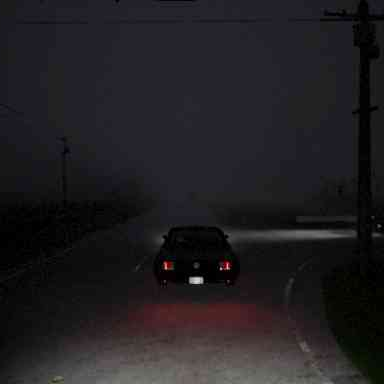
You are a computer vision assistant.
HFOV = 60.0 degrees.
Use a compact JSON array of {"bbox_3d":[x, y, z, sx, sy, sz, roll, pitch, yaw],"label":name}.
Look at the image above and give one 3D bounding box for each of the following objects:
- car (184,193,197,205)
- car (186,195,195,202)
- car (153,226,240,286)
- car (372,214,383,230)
[{"bbox_3d":[-0.281,1.183,59.068,2.150,2.045,5.566,0,0,-1],"label":"car"},{"bbox_3d":[-0.391,1.291,69.596,1.837,1.490,4.892,0,0,-1],"label":"car"},{"bbox_3d":[0.098,1.595,9.310,1.895,1.301,4.718,0,0,0],"label":"car"},{"bbox_3d":[11.681,1.350,16.819,4.718,1.301,1.895,-2,0,1],"label":"car"}]
